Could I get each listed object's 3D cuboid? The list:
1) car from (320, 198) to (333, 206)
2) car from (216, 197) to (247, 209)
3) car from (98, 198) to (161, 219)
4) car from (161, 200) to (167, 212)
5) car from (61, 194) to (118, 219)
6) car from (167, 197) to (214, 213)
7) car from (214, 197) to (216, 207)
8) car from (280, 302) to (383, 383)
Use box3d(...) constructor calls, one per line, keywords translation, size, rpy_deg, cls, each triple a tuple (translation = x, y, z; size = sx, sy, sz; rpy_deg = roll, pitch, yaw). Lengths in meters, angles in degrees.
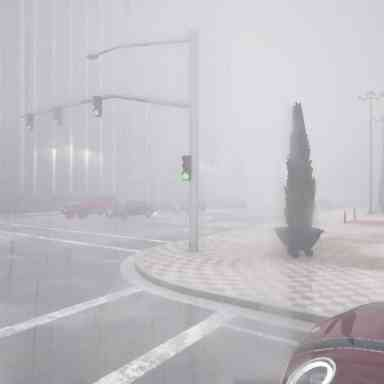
box3d(translation=(22.627, 1.601, 56.418), size=(1.895, 1.301, 4.718), rpy_deg=(0, 0, 34), cls="car")
box3d(translation=(5.721, 1.491, 44.722), size=(2.128, 1.511, 4.902), rpy_deg=(0, 0, 35), cls="car")
box3d(translation=(-5.303, 1.491, 28.933), size=(2.128, 1.511, 4.902), rpy_deg=(0, 0, 35), cls="car")
box3d(translation=(-3.193, 1.564, 38.070), size=(1.994, 1.385, 4.181), rpy_deg=(0, 0, 35), cls="car")
box3d(translation=(-8.898, 1.221, 29.884), size=(2.150, 2.045, 5.566), rpy_deg=(0, 0, 35), cls="car")
box3d(translation=(-0.092, 1.491, 36.405), size=(2.128, 1.511, 4.902), rpy_deg=(0, 0, 35), cls="car")
box3d(translation=(2.638, 1.478, 46.422), size=(1.882, 1.535, 5.008), rpy_deg=(0, 0, 35), cls="car")
box3d(translation=(2.830, 1.352, 1.952), size=(4.553, 1.767, 2.097), rpy_deg=(0, 0, 36), cls="car")
